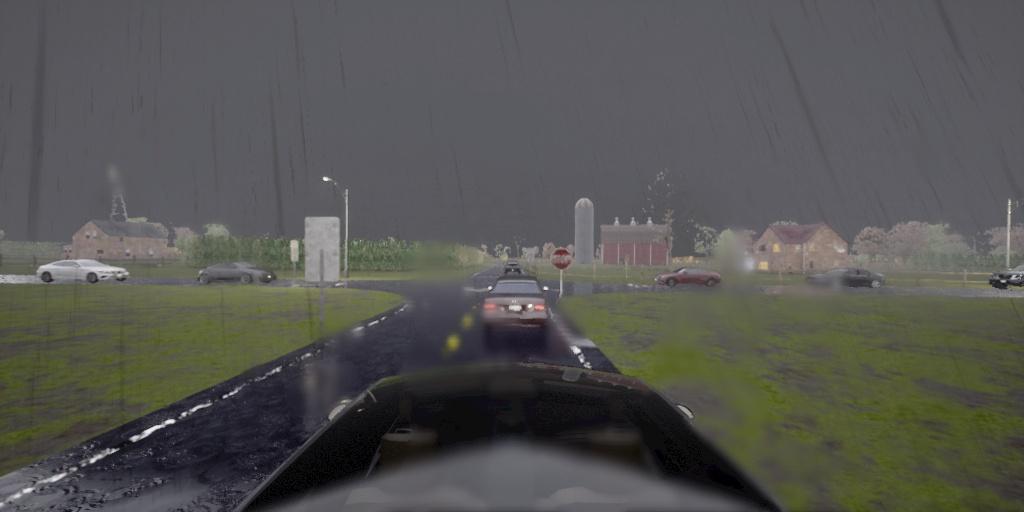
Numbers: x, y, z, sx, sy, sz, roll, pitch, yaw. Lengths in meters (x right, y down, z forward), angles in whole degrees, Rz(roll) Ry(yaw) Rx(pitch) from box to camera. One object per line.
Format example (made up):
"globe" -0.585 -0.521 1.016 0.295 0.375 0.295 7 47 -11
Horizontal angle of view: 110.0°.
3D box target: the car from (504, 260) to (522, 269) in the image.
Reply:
"car" 0.108 1.366 43.580 1.837 1.490 4.892 0 0 0

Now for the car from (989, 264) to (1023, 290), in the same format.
"car" 38.981 1.572 26.404 5.566 2.045 2.150 1 0 0

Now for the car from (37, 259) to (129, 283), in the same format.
"car" -27.853 0.953 23.321 4.674 1.442 1.812 1 0 0

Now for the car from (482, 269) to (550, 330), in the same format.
"car" 0.174 1.318 11.221 2.033 1.411 5.357 0 0 2

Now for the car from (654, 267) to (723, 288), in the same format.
"car" 12.946 1.520 26.402 4.674 1.442 1.812 1 0 1

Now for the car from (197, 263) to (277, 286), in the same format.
"car" -17.808 1.141 23.339 4.181 1.385 1.994 1 0 -1

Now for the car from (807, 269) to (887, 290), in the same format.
"car" 24.560 1.661 26.392 4.892 1.490 1.837 1 0 0
